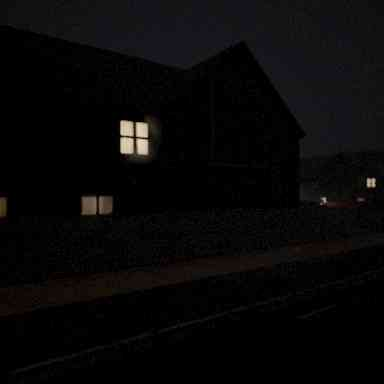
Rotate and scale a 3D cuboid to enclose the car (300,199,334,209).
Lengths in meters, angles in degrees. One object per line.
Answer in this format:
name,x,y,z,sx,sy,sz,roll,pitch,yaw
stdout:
car,11.044,1.671,30.483,2.150,2.045,5.566,-1,-1,-36
